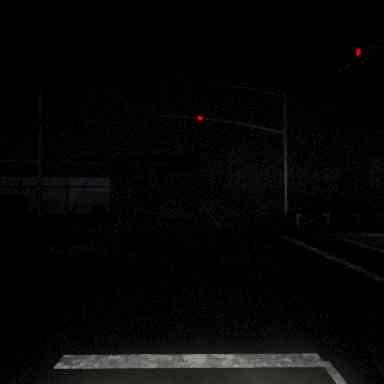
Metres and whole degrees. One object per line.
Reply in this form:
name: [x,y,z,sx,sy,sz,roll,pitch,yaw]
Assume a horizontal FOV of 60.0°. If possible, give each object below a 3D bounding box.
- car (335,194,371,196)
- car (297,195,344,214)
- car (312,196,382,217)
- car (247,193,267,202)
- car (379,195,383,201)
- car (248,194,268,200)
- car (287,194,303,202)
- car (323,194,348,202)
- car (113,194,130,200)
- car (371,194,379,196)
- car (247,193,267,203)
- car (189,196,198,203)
car: [20.651,1.320,43.266,3.633,1.501,1.845,0,0,0]
car: [13.017,1.330,31.395,5.027,1.636,2.152,0,0,0]
car: [13.080,1.339,28.258,4.514,1.523,2.007,0,0,0]
car: [13.450,1.077,68.978,3.866,1.878,1.905,0,0,0]
car: [38.723,1.153,62.638,5.027,1.636,2.152,0,0,0]
car: [18.134,1.333,91.607,4.902,1.511,2.128,0,0,0]
car: [21.329,1.097,65.718,4.605,1.855,1.932,0,0,0]
car: [31.317,1.298,72.693,4.514,1.523,2.007,0,0,0]
car: [-19.401,1.332,91.583,4.674,1.442,1.812,0,0,0]
car: [38.378,1.232,69.054,3.806,1.475,1.970,0,0,0]
car: [12.850,1.361,65.652,3.806,1.475,1.970,0,0,0]
car: [0.273,1.547,69.680,2.033,1.411,5.357,0,0,0]
